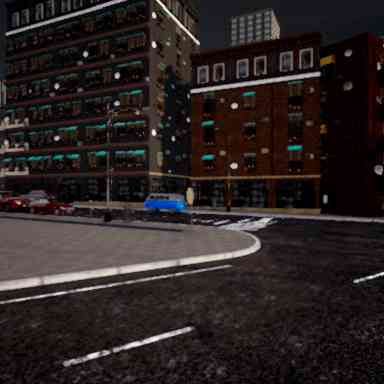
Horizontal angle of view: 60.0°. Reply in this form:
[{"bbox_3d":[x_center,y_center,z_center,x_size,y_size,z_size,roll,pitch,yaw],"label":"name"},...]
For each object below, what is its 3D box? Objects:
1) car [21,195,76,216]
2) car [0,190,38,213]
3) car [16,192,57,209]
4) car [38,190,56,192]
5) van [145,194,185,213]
[{"bbox_3d":[-11.282,1.191,26.752,4.206,1.307,1.802,1,-1,24],"label":"car"},{"bbox_3d":[-16.400,0.810,29.088,5.009,1.841,2.192,1,-1,24],"label":"car"},{"bbox_3d":[-13.288,1.036,30.499,4.902,1.511,2.128,1,0,25],"label":"car"},{"bbox_3d":[-17.961,0.712,39.006,5.009,1.841,2.192,1,-1,24],"label":"car"},{"bbox_3d":[-2.586,1.081,32.007,3.998,1.788,1.690,1,-1,24],"label":"van"}]
